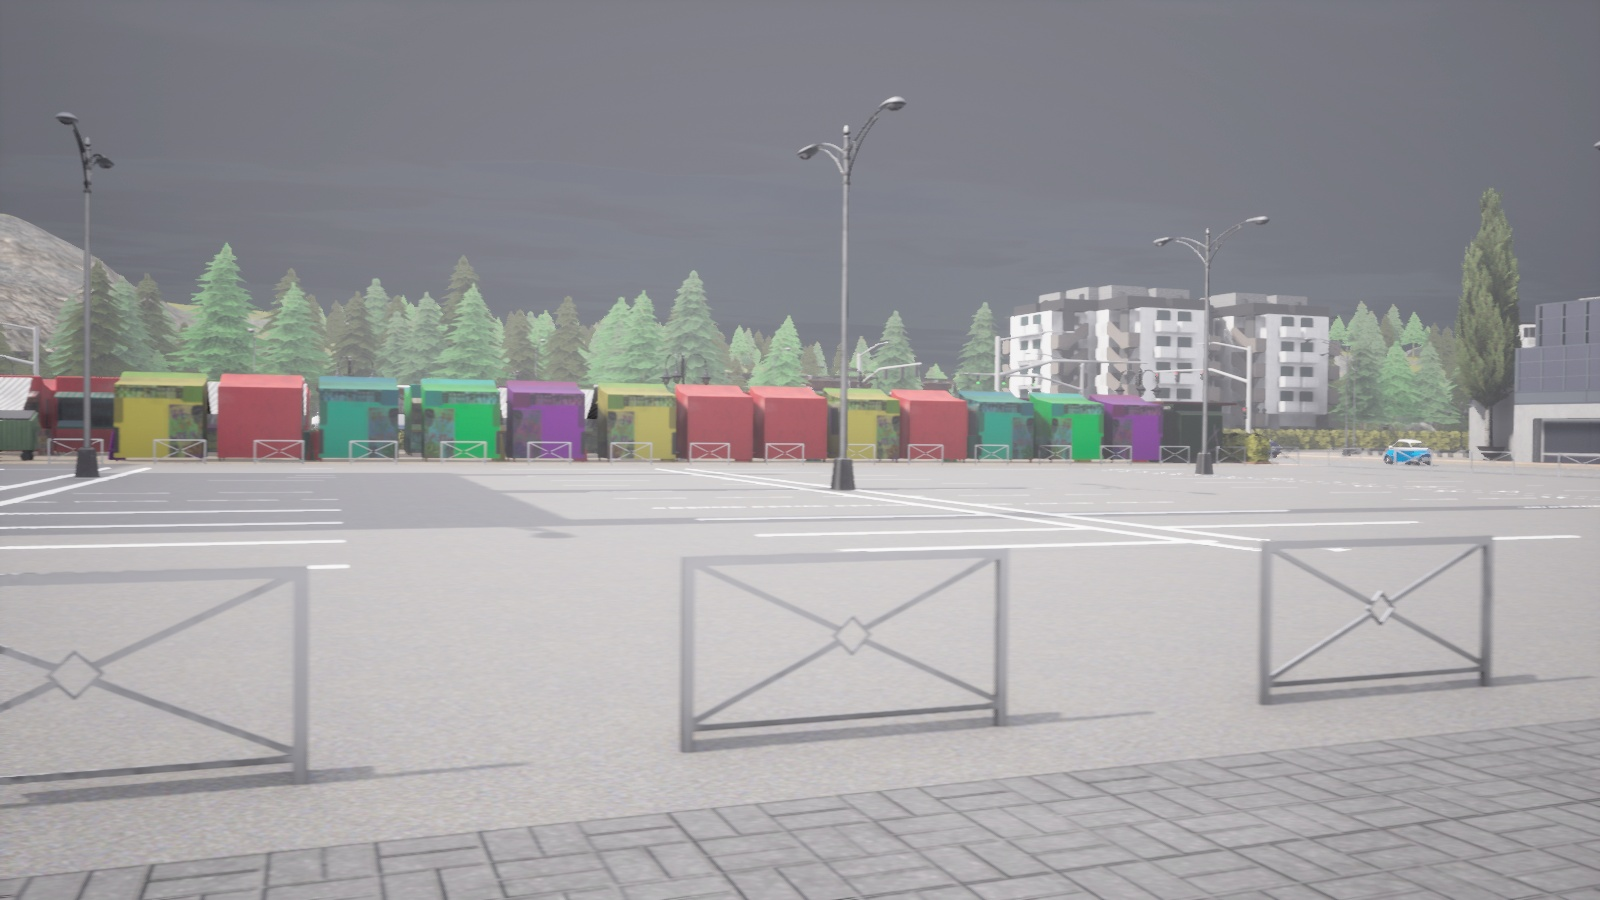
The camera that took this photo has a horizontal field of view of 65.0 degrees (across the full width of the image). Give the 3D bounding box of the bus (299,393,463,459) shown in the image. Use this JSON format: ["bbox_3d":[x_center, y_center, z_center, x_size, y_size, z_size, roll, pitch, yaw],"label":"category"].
[{"bbox_3d":[-28.493,-1.661,85.469,10.273,4.253,3.944,-1,1,-21],"label":"bus"}]

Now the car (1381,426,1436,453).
[{"bbox_3d":[31.935,-0.566,65.946,1.481,1.376,2.207,-1,1,-19],"label":"car"}]
